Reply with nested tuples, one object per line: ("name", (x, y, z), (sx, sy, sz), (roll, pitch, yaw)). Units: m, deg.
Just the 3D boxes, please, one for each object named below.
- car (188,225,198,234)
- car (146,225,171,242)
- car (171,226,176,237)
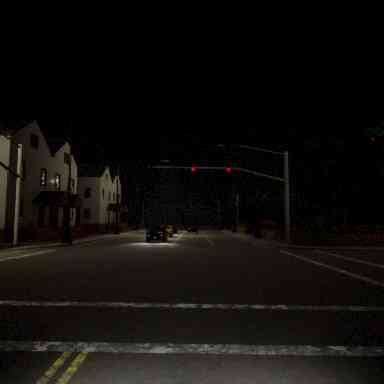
("car", (0.163, 6.476, 57.862), (2.033, 1.411, 5.357), (0, -5, 0))
("car", (-3.502, 4.247, 33.647), (1.837, 1.490, 4.892), (0, -5, 0))
("car", (-3.475, 5.106, 43.532), (1.882, 1.535, 5.008), (0, -5, 0))
